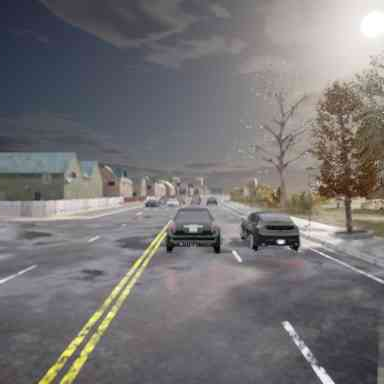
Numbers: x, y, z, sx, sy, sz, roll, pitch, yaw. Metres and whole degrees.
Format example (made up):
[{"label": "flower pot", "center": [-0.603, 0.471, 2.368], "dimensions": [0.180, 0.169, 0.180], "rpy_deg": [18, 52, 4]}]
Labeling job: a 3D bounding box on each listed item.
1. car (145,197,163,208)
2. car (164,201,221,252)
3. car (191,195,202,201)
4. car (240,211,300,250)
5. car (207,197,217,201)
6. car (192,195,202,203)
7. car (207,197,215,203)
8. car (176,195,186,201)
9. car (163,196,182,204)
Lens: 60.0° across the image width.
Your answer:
[{"label": "car", "center": [-6.308, 1.819, 53.191], "dimensions": [2.033, 1.411, 5.357], "rpy_deg": [0, 0, 2]}, {"label": "car", "center": [0.063, 1.429, 14.381], "dimensions": [2.097, 1.767, 4.553], "rpy_deg": [0, 0, 0]}, {"label": "car", "center": [0.672, 1.869, 65.315], "dimensions": [2.033, 1.411, 5.357], "rpy_deg": [0, 0, 3]}, {"label": "car", "center": [3.316, 1.587, 14.755], "dimensions": [1.837, 1.490, 4.892], "rpy_deg": [0, 0, 0]}, {"label": "car", "center": [3.975, 1.676, 66.270], "dimensions": [2.097, 1.767, 4.553], "rpy_deg": [0, 0, 3]}, {"label": "car", "center": [1.141, 1.578, 77.196], "dimensions": [2.097, 1.767, 4.553], "rpy_deg": [0, 0, 3]}, {"label": "car", "center": [4.391, 1.814, 77.096], "dimensions": [1.895, 1.301, 4.718], "rpy_deg": [0, 0, 3]}, {"label": "car", "center": [-2.497, 1.553, 68.718], "dimensions": [2.150, 2.045, 5.566], "rpy_deg": [0, 0, 2]}, {"label": "car", "center": [-3.051, 1.796, 53.272], "dimensions": [1.812, 1.442, 4.674], "rpy_deg": [0, -1, 2]}]
